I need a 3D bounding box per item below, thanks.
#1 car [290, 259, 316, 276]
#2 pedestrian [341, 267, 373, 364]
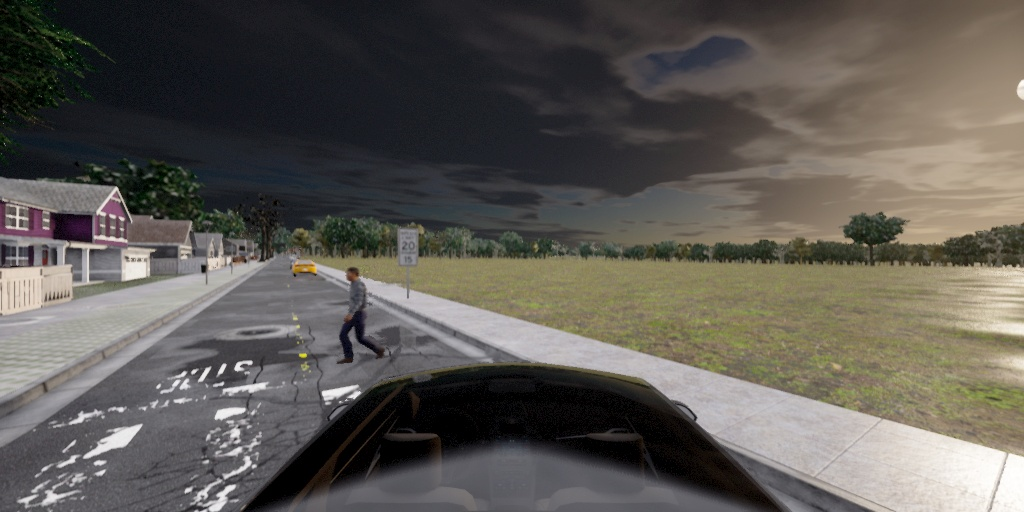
[{"bbox_3d":[-20.695,1.111,35.647,1.882,1.535,5.008,0,0,-33],"label":"car"},{"bbox_3d":[-2.864,1.027,6.619,0.375,1.860,0.375,1,-1,-33],"label":"pedestrian"}]
